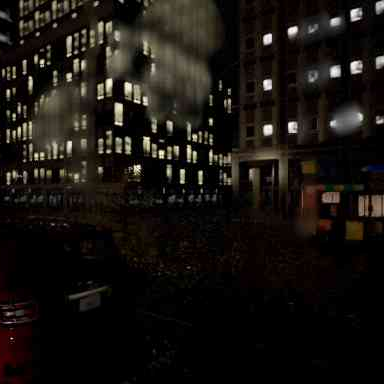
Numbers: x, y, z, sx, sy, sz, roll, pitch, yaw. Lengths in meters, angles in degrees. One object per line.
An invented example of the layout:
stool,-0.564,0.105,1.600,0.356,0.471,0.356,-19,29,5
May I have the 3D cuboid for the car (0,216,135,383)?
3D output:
car,-3.070,1.301,5.068,5.009,1.841,2.192,0,0,35
